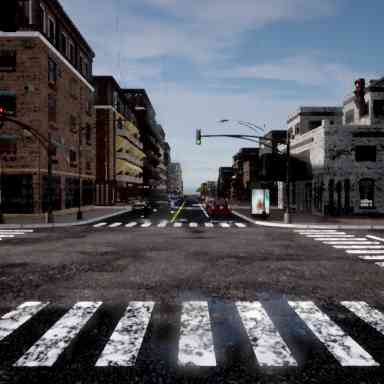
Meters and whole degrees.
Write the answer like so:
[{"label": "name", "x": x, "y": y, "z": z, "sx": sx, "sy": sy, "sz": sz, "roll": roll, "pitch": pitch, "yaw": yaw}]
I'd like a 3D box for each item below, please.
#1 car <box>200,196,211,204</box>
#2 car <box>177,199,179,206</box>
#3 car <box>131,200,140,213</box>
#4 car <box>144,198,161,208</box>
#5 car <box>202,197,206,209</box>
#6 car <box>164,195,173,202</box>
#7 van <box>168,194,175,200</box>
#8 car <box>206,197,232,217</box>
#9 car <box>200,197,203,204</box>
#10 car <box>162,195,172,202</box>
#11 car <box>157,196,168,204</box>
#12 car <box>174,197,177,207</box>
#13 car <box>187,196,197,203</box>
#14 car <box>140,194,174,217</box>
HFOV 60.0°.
[{"label": "car", "x": 2.577, "y": 1.592, "z": 65.984, "sx": 2.008, "sy": 1.369, "sz": 4.403, "roll": -1, "pitch": 0, "yaw": 0}, {"label": "car", "x": -3.172, "y": 1.551, "z": 52.780, "sx": 1.812, "sy": 1.442, "sz": 4.674, "roll": 0, "pitch": 0, "yaw": 0}, {"label": "car", "x": -5.757, "y": 1.561, "z": 37.474, "sx": 2.008, "sy": 1.369, "sz": 4.403, "roll": 0, "pitch": 0, "yaw": 0}, {"label": "car", "x": -5.776, "y": 1.572, "z": 48.868, "sx": 2.008, "sy": 1.369, "sz": 4.403, "roll": 0, "pitch": 0, "yaw": 0}, {"label": "car", "x": 2.614, "y": 1.598, "z": 43.197, "sx": 1.802, "sy": 1.307, "sz": 4.206, "roll": 0, "pitch": 0, "yaw": 0}, {"label": "car", "x": -5.832, "y": 1.593, "z": 82.876, "sx": 1.752, "sy": 1.417, "sz": 4.829, "roll": -1, "pitch": 0, "yaw": 0}, {"label": "van", "x": -5.853, "y": 1.431, "z": 94.440, "sx": 1.690, "sy": 1.788, "sz": 3.998, "roll": -1, "pitch": 0, "yaw": 0}, {"label": "car", "x": 2.632, "y": 1.446, "z": 31.803, "sx": 1.967, "sy": 1.590, "sz": 4.097, "roll": 0, "pitch": 0, "yaw": 0}, {"label": "car", "x": 2.604, "y": 1.572, "z": 48.894, "sx": 2.008, "sy": 1.369, "sz": 4.403, "roll": 0, "pitch": 0, "yaw": 0}, {"label": "car", "x": -5.825, "y": 1.498, "z": 77.350, "sx": 1.967, "sy": 1.590, "sz": 4.097, "roll": 0, "pitch": 0, "yaw": 0}, {"label": "car", "x": -5.804, "y": 1.566, "z": 65.787, "sx": 1.752, "sy": 1.417, "sz": 4.829, "roll": 0, "pitch": 0, "yaw": 0}, {"label": "car", "x": -3.168, "y": 1.540, "z": 41.178, "sx": 1.812, "sy": 1.442, "sz": 4.674, "roll": 0, "pitch": 0, "yaw": 0}, {"label": "car", "x": -0.026, "y": 1.594, "z": 70.257, "sx": 2.033, "sy": 1.411, "sz": 5.357, "roll": 0, "pitch": 0, "yaw": 0}, {"label": "car", "x": -3.150, "y": 1.227, "z": 31.291, "sx": 2.150, "sy": 2.045, "sz": 5.566, "roll": 0, "pitch": 0, "yaw": 0}]
